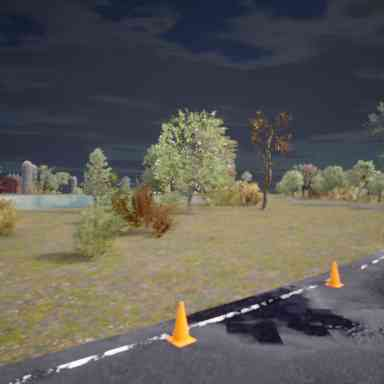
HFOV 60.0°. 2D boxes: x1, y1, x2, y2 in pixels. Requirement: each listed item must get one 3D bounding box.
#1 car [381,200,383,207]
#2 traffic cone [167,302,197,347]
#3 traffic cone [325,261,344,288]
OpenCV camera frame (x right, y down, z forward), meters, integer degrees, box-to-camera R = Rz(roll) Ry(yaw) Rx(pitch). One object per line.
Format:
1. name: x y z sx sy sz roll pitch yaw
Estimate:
1. car: 26.931 1.573 44.685 1.882 1.535 5.008 1 0 15
2. traffic cone: -0.158 1.977 5.090 0.340 0.580 0.340 0 0 -39
3. traffic cone: 3.529 2.008 8.227 0.340 0.580 0.340 0 0 -42
